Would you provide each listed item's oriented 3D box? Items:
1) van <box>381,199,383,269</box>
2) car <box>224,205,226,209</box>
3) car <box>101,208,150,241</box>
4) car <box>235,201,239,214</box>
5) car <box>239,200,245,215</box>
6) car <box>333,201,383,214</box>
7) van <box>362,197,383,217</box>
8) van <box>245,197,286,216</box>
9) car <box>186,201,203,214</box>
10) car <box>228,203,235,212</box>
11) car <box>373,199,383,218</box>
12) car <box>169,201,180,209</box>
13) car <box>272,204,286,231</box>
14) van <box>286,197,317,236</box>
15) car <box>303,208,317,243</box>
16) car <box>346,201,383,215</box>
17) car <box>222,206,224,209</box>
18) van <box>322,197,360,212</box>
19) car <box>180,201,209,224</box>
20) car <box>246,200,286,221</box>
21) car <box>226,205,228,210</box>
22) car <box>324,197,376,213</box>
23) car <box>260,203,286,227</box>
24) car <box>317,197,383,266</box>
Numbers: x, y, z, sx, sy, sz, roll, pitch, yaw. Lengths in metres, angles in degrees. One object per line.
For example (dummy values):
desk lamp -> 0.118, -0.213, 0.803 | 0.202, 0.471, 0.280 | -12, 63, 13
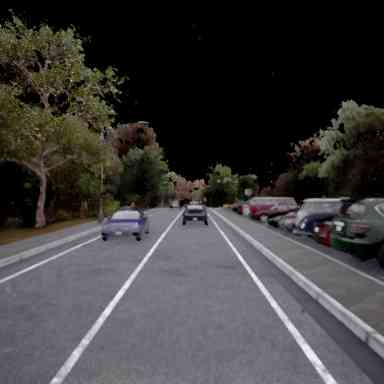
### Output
van -> 6.973, 1.236, 7.324 | 4.442, 1.987, 1.878 | 0, 0, 0
car -> 7.340, 1.934, 46.159 | 4.892, 1.521, 2.231 | 0, -1, 0
car -> -3.265, 1.600, 17.149 | 1.812, 1.442, 4.674 | 0, 0, 0
car -> 7.294, 1.792, 35.062 | 4.792, 1.488, 2.163 | 0, -1, 0
car -> 7.249, 1.767, 32.287 | 4.674, 1.452, 2.002 | 0, -1, 0
car -> 20.192, 1.830, 40.316 | 5.366, 1.575, 1.946 | 0, -1, 0
van -> 20.459, 1.533, 34.779 | 4.442, 1.987, 1.878 | 0, -1, 0
van -> 7.346, 1.465, 29.514 | 4.442, 1.987, 1.878 | 0, -1, 0
car -> 0.331, 1.895, 42.763 | 2.128, 1.511, 4.902 | 0, -1, 0
car -> 7.254, 1.548, 37.843 | 5.566, 2.045, 2.435 | 0, -1, 0
car -> 20.294, 1.597, 32.009 | 4.553, 1.767, 2.185 | 0, -1, 0
car -> -2.962, 2.336, 59.870 | 2.128, 1.511, 4.902 | 0, -2, 1
car -> 7.162, 1.586, 18.408 | 4.674, 1.452, 2.002 | 0, -1, 0
van -> 7.025, 1.284, 15.636 | 4.442, 1.987, 1.878 | 0, -1, 0
car -> 7.154, 1.503, 12.850 | 4.792, 1.488, 2.163 | 0, 0, 0
car -> 20.354, 1.796, 37.547 | 4.892, 1.521, 2.231 | 0, -1, 0
car -> 7.166, 1.990, 48.928 | 5.366, 1.575, 1.946 | 0, -1, 0
van -> 20.531, 1.703, 45.977 | 4.442, 1.987, 1.878 | 0, -1, 0
car -> 0.234, 1.665, 25.887 | 1.837, 1.490, 4.892 | 0, 0, 0
car -> 7.217, 1.654, 26.736 | 5.008, 1.535, 2.097 | 0, -1, 0
car -> 7.323, 1.881, 43.387 | 5.008, 1.535, 2.097 | 0, -1, 0
car -> 20.423, 1.623, 43.086 | 5.566, 2.045, 2.435 | 0, -1, 0
car -> 7.147, 1.612, 21.185 | 4.792, 1.488, 2.163 | 0, -1, 0
car -> 7.136, 1.202, 10.099 | 5.566, 2.045, 2.435 | 0, 0, 0
